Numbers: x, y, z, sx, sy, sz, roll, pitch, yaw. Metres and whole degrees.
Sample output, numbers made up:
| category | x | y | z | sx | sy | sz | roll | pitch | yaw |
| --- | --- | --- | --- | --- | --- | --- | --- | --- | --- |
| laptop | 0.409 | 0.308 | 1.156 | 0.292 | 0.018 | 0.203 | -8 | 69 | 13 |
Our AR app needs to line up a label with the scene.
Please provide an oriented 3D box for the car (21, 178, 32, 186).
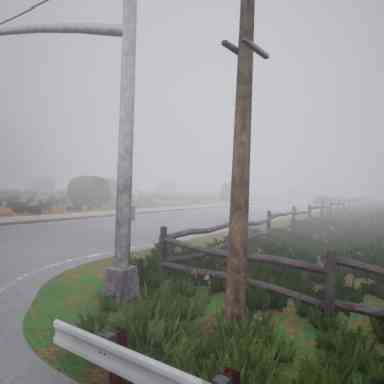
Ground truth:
| category | x | y | z | sx | sy | sz | roll | pitch | yaw |
| --- | --- | --- | --- | --- | --- | --- | --- | --- | --- |
| car | -39.098 | -2.260 | 79.180 | 1.905 | 1.878 | 3.866 | 8 | 2 | -13 |

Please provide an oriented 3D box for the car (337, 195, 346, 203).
| category | x | y | z | sx | sy | sz | roll | pitch | yaw |
| --- | --- | --- | --- | --- | --- | --- | --- | --- | --- |
| car | 24.077 | 1.177 | 54.820 | 1.895 | 1.301 | 4.718 | 3 | 2 | 33 |

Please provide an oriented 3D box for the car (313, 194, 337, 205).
| category | x | y | z | sx | sy | sz | roll | pitch | yaw |
| --- | --- | --- | --- | --- | --- | --- | --- | --- | --- |
| car | 18.031 | 1.072 | 45.571 | 1.882 | 1.535 | 5.008 | 3 | 2 | 33 |
